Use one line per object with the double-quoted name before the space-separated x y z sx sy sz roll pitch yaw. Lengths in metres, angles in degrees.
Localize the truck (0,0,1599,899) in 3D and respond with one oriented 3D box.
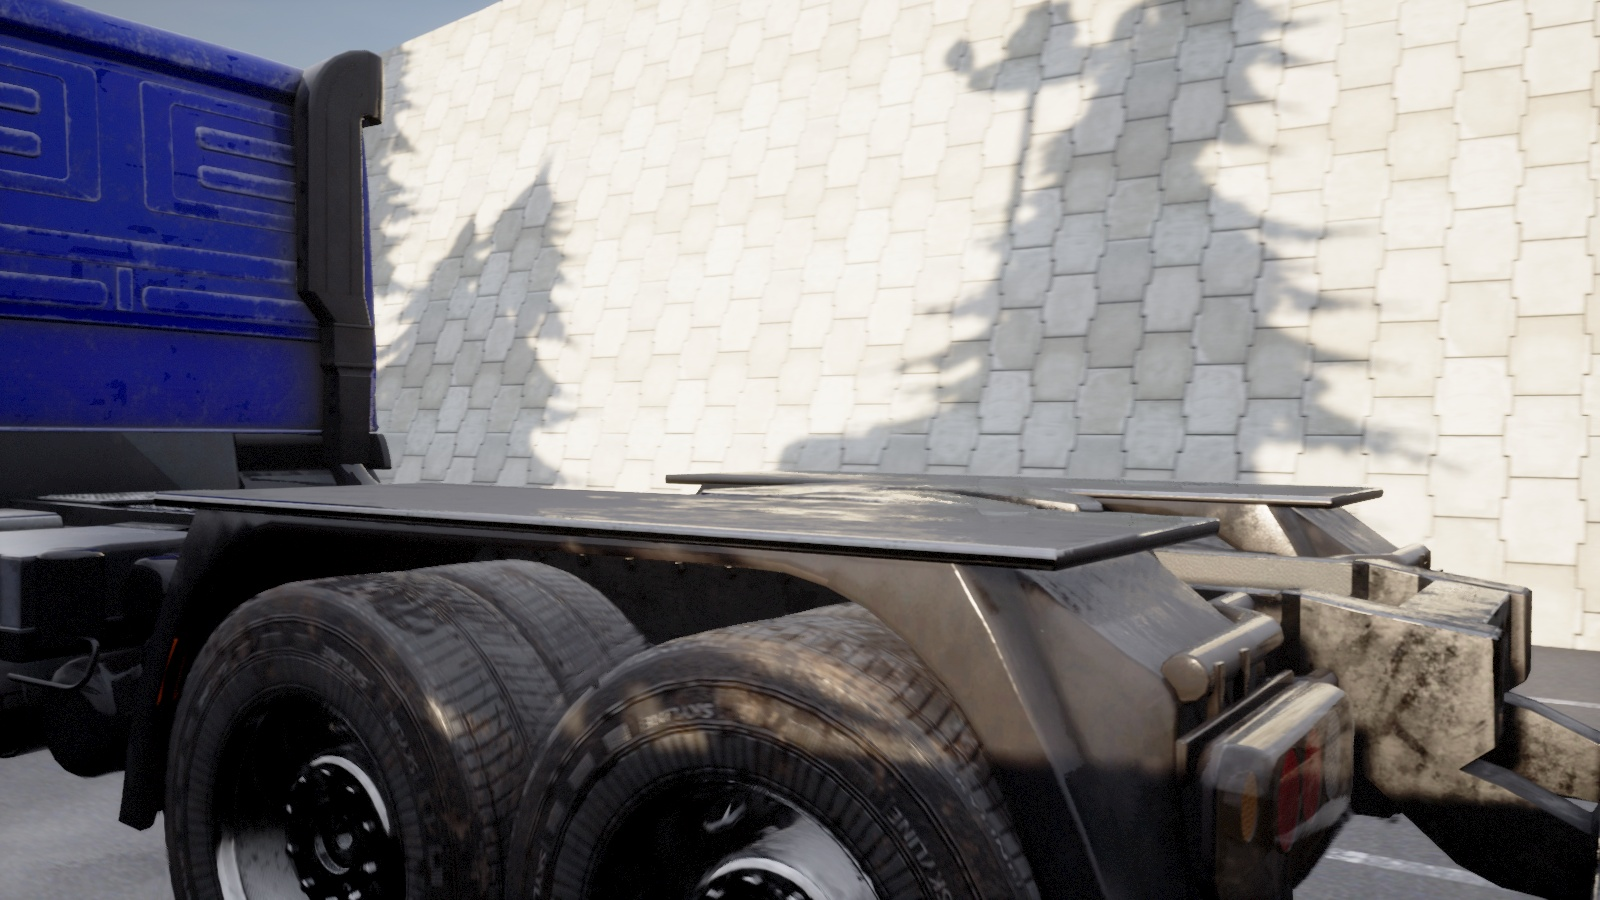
"truck" -1.582 -0.300 4.656 7.936 3.462 2.891 0 1 34
